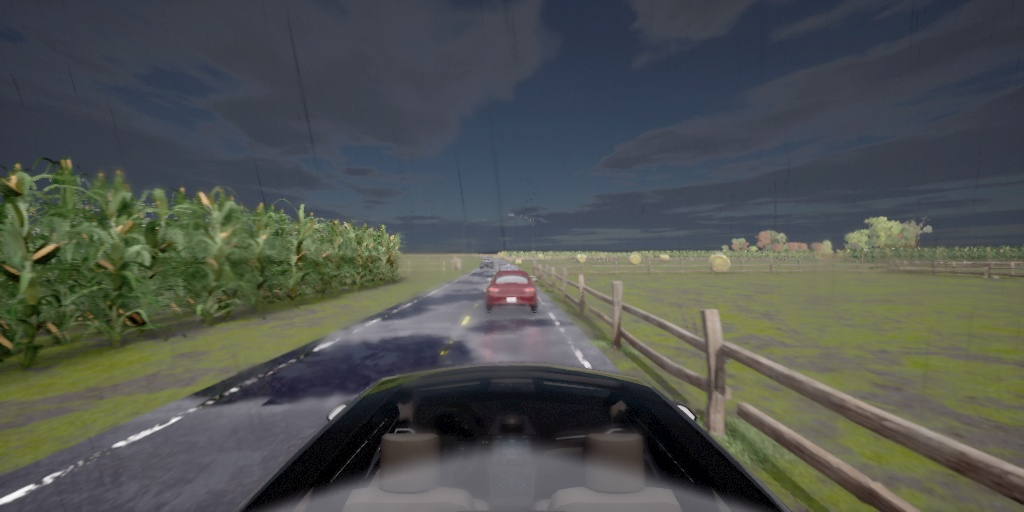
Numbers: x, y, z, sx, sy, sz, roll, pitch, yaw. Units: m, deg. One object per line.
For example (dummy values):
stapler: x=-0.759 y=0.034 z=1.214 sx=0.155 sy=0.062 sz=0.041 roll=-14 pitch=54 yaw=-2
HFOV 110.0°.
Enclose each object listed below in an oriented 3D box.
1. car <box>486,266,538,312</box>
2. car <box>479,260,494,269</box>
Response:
car: x=0.000 y=1.262 z=13.906 sx=1.812 sy=1.442 sz=4.674 roll=0 pitch=0 yaw=0
car: x=-3.697 y=1.237 z=52.443 sx=1.994 sy=1.385 sz=4.181 roll=0 pitch=0 yaw=-1
